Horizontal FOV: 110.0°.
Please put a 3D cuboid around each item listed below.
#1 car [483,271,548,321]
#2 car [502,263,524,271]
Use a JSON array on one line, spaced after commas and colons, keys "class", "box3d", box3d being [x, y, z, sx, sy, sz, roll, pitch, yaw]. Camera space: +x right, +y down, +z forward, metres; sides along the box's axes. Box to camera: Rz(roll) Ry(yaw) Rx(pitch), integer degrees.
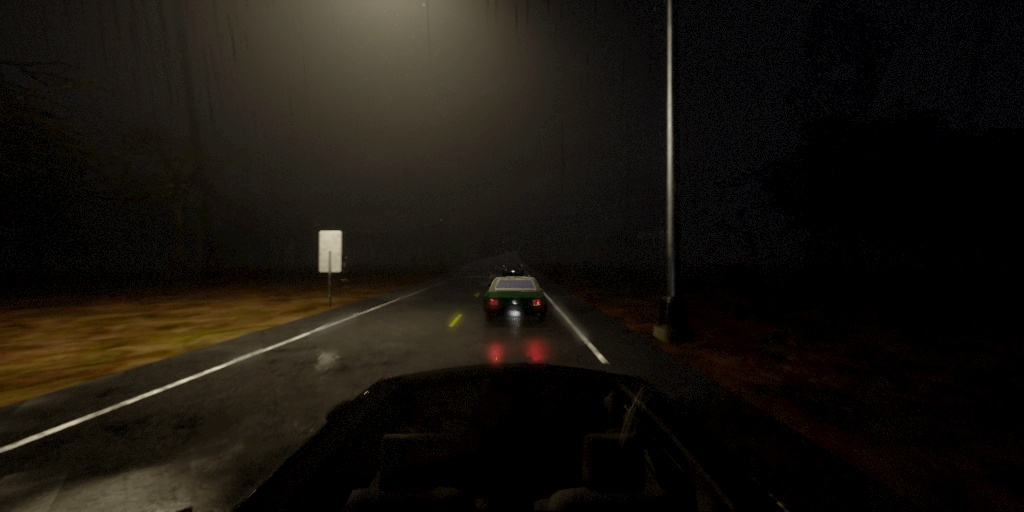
[{"class": "car", "box3d": [0.108, 1.355, 12.421, 1.895, 1.301, 4.718, 0, 0, 0]}, {"class": "car", "box3d": [0.100, 1.323, 33.401, 1.994, 1.385, 4.181, 0, 0, 0]}]
